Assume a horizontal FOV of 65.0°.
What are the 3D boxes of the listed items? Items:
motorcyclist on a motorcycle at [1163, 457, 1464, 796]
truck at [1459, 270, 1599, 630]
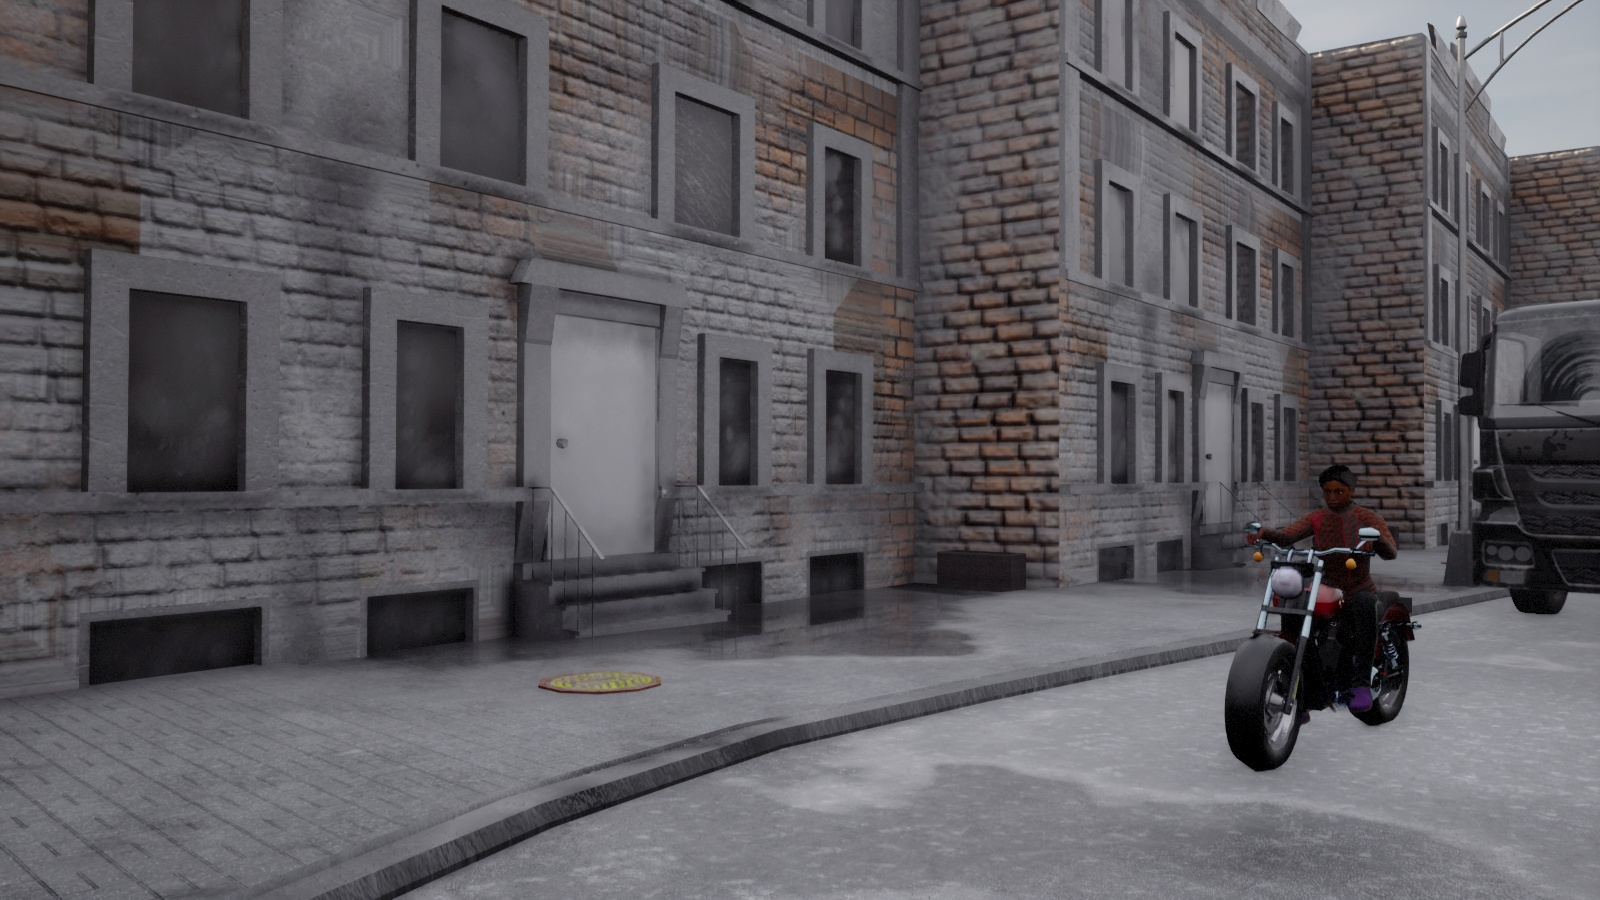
[{"bbox_3d":[3.024,0.870,7.230,0.766,1.649,2.350,-1,-1,44],"label":"motorcyclist on a motorcycle"},{"bbox_3d":[10.704,0.024,14.683,7.936,3.462,2.891,1,-1,-44],"label":"truck"}]
